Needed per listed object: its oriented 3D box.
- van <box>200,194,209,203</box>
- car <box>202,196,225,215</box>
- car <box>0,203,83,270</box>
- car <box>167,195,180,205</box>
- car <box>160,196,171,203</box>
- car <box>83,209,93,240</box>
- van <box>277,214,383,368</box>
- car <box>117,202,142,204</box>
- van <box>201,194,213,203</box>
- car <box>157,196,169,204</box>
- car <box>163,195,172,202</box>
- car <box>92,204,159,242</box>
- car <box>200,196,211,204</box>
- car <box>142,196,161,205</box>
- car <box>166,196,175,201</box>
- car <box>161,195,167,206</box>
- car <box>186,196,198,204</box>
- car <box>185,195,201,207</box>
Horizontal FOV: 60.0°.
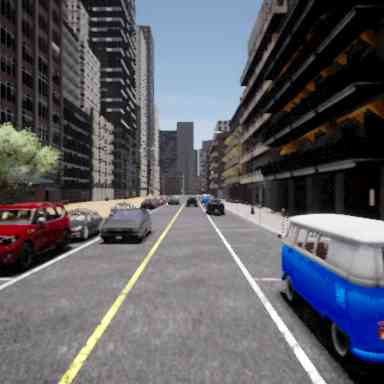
[{"bbox_3d":[2.700,1.384,71.902,1.690,1.788,3.998,0,0,0],"label":"van"},{"bbox_3d":[2.361,1.511,34.619,1.837,1.490,4.892,0,0,0],"label":"car"},{"bbox_3d":[-5.691,1.315,11.152,2.192,1.841,5.009,0,0,0],"label":"car"},{"bbox_3d":[-3.043,1.588,57.624,1.994,1.385,4.181,0,0,0],"label":"car"},{"bbox_3d":[-5.681,1.594,71.904,2.008,1.369,4.403,0,0,0],"label":"car"},{"bbox_3d":[-5.690,1.551,16.676,2.008,1.369,4.403,0,0,0],"label":"car"},{"bbox_3d":[2.689,1.341,5.629,1.690,1.788,3.998,0,0,0],"label":"van"},{"bbox_3d":[-5.688,1.555,27.722,2.008,1.369,4.403,0,0,0],"label":"car"},{"bbox_3d":[2.697,1.363,55.334,1.690,1.788,3.998,0,0,0],"label":"van"},{"bbox_3d":[-5.681,1.586,66.381,2.008,1.369,4.403,0,0,0],"label":"car"},{"bbox_3d":[-5.680,1.491,77.428,1.967,1.590,4.097,0,0,0],"label":"car"},{"bbox_3d":[-3.098,1.548,16.765,2.033,1.411,5.357,0,0,0],"label":"car"},{"bbox_3d":[2.700,1.580,66.379,1.887,1.381,4.507,0,0,0],"label":"car"},{"bbox_3d":[-5.685,1.578,44.290,1.947,1.339,4.313,0,0,0],"label":"car"},{"bbox_3d":[-5.678,1.633,88.473,1.947,1.339,4.313,0,0,0],"label":"car"},{"bbox_3d":[-5.684,1.462,55.337,1.967,1.590,4.097,0,0,0],"label":"car"},{"bbox_3d":[0.013,1.525,65.961,2.128,1.511,4.902,0,0,0],"label":"car"},{"bbox_3d":[0.010,1.525,52.351,1.837,1.490,4.892,0,0,0],"label":"car"}]
